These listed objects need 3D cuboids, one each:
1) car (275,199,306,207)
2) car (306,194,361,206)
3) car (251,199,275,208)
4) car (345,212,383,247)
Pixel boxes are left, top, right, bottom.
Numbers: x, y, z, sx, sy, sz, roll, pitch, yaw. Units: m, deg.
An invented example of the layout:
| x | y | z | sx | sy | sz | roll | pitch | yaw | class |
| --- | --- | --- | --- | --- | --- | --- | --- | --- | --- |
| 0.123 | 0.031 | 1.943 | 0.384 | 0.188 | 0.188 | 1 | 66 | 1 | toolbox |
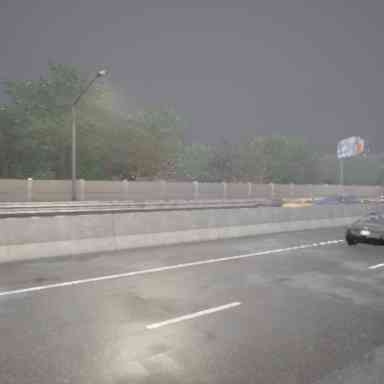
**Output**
| x | y | z | sx | sy | sz | roll | pitch | yaw | class |
| --- | --- | --- | --- | --- | --- | --- | --- | --- | --- |
| 10.967 | 1.436 | 33.307 | 5.008 | 1.535 | 1.882 | 0 | 0 | -35 | car |
| 13.423 | 1.180 | 30.759 | 5.566 | 2.045 | 2.150 | 0 | 0 | -35 | car |
| 8.771 | 1.506 | 36.040 | 5.357 | 1.411 | 2.033 | 0 | 0 | -35 | car |
| 8.306 | 1.536 | 13.971 | 4.181 | 1.385 | 1.994 | 0 | 0 | -36 | car |
